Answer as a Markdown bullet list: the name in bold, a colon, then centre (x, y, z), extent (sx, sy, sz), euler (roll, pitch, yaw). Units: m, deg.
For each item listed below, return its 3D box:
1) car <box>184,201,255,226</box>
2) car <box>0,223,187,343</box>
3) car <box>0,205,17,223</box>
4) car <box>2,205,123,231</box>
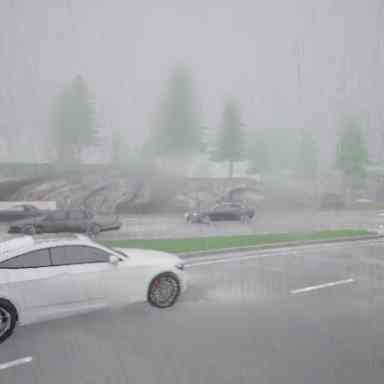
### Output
- **car**: centre (1.882, 1.402, 22.493), extent (4.902, 1.511, 2.128), euler (0, 0, -20)
- **car**: centre (-2.306, 1.515, 6.224), extent (4.674, 1.442, 1.812), euler (0, 0, -33)
- **car**: centre (-12.347, 1.577, 23.247), extent (4.718, 1.301, 1.895), euler (0, 0, -6)
- **car**: centre (-6.261, 1.517, 16.930), extent (5.357, 1.411, 2.033), euler (0, 0, -7)
